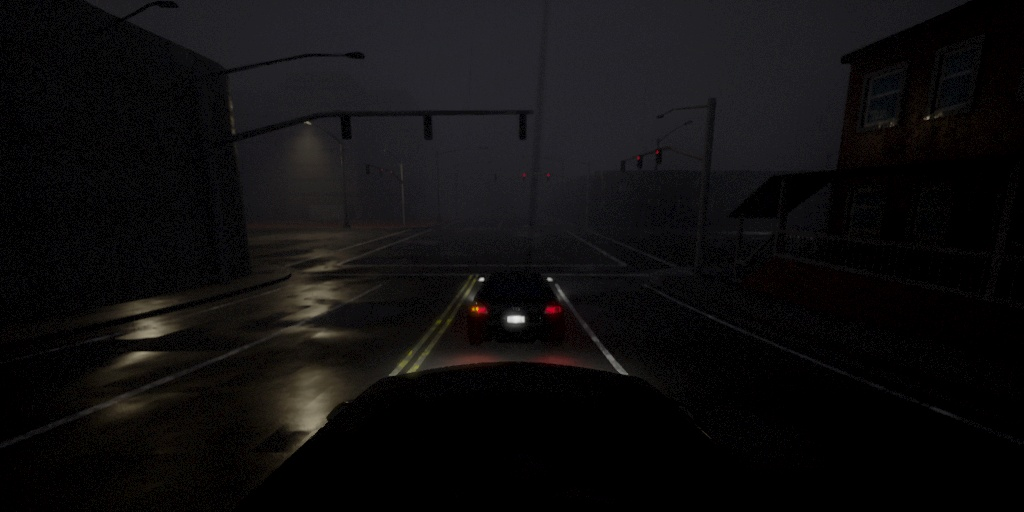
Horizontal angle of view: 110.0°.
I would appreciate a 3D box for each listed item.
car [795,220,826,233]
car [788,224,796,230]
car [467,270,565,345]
[{"bbox_3d":[30.086,-2.573,33.765,4.892,1.490,1.837,0,9,0],"label":"car"},{"bbox_3d":[31.590,-3.025,37.227,4.718,1.301,1.895,0,9,0],"label":"car"},{"bbox_3d":[0.092,1.012,8.700,1.994,1.385,4.181,0,4,0],"label":"car"}]
